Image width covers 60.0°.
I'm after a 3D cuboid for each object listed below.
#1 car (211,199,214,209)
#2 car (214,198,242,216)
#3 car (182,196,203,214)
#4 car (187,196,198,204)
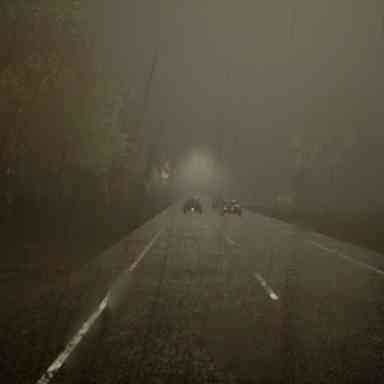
[{"bbox_3d":[3.478,1.431,42.974,2.033,1.411,5.357,0,0,0],"label":"car"},{"bbox_3d":[3.476,1.465,31.140,2.033,1.411,5.357,0,0,0],"label":"car"},{"bbox_3d":[0.073,1.412,34.764,1.837,1.490,4.892,0,0,0],"label":"car"},{"bbox_3d":[0.052,1.360,59.265,1.812,1.442,4.674,0,0,0],"label":"car"}]
